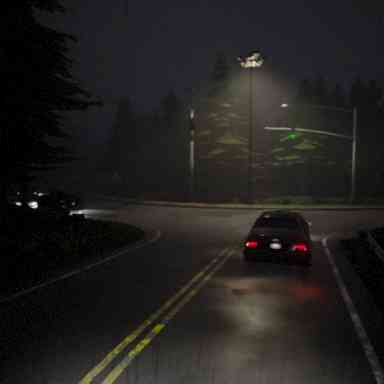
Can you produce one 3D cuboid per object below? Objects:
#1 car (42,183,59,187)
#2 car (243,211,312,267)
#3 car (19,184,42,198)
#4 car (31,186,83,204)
[{"bbox_3d":[-20.227,-0.799,47.358,2.128,1.511,4.902,0,3,-10],"label":"car"},{"bbox_3d":[2.864,1.336,10.822,2.033,1.411,5.357,1,2,17],"label":"car"},{"bbox_3d":[-16.441,0.096,33.427,1.895,1.301,4.718,-1,3,-23],"label":"car"},{"bbox_3d":[-9.842,0.564,24.754,4.181,1.385,1.994,3,4,41],"label":"car"}]
